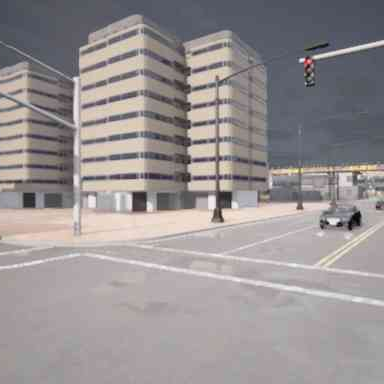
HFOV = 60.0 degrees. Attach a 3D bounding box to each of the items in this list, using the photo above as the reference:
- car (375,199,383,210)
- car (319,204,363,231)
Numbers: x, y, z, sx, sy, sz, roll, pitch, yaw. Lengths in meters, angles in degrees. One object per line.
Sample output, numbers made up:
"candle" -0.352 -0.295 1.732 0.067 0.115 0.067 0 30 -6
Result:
"car" 24.723 1.547 42.592 2.033 1.411 5.357 0 0 35
"car" 9.475 1.523 21.037 2.128 1.511 4.902 0 0 35
